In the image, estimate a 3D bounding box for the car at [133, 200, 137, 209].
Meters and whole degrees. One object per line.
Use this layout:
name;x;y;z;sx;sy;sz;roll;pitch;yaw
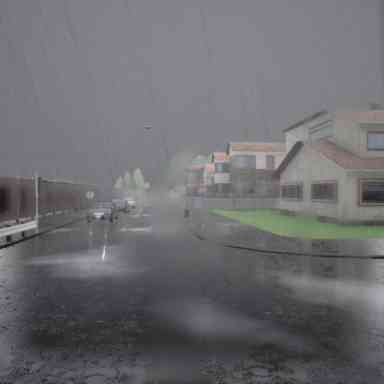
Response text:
car;-8.846;1.525;46.059;1.812;1.442;4.674;0;0;-5

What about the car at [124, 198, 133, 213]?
car;-7.861;1.505;36.005;1.837;1.490;4.892;0;0;-5

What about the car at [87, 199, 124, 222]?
car;-6.883;1.491;26.033;2.128;1.511;4.902;0;0;-5
